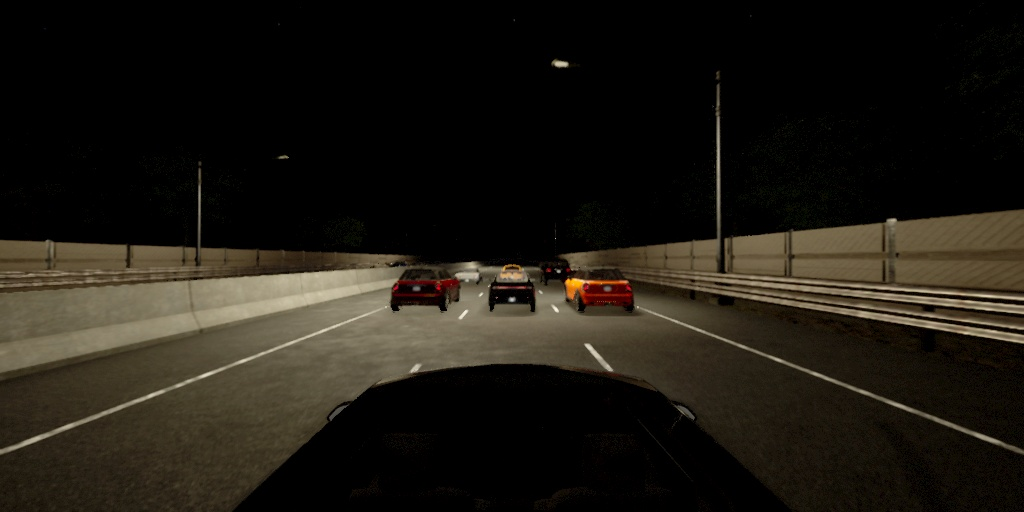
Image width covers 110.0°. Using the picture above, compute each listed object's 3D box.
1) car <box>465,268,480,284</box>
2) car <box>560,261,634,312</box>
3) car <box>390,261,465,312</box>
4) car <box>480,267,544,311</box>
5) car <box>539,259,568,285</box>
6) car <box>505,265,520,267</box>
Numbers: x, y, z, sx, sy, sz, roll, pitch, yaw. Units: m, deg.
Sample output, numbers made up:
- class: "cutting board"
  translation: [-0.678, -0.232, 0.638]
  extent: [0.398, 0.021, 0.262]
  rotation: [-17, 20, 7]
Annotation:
- class: "car"
  translation: [-3.488, 1.643, 30.081]
  extent: [1.895, 1.301, 4.718]
  rotation: [0, -1, 0]
- class: "car"
  translation: [3.517, 1.241, 15.255]
  extent: [2.097, 1.767, 4.553]
  rotation: [0, -1, 0]
- class: "car"
  translation: [-3.483, 1.242, 15.257]
  extent: [2.097, 1.767, 4.553]
  rotation: [0, -1, 0]
- class: "car"
  translation: [0.016, 1.384, 15.344]
  extent: [2.128, 1.511, 4.902]
  rotation: [0, 0, 0]
- class: "car"
  translation: [3.505, 1.260, 29.391]
  extent: [2.150, 2.045, 5.566]
  rotation: [0, 0, 0]
- class: "car"
  translation: [0.022, 1.529, 31.089]
  extent: [1.882, 1.535, 5.008]
  rotation: [0, 0, 0]
